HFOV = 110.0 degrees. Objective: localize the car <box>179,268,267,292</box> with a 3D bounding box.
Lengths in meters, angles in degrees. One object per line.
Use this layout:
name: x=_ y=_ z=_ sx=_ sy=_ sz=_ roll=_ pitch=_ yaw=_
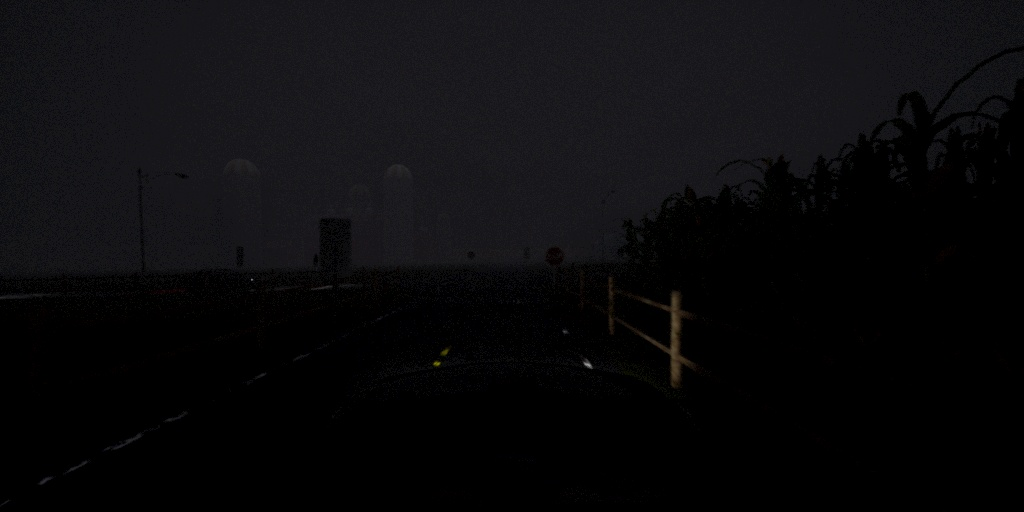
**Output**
car: x=-19.658 y=1.587 z=24.547 sx=4.902 sy=1.511 sz=2.128 roll=0 pitch=1 yaw=-9
